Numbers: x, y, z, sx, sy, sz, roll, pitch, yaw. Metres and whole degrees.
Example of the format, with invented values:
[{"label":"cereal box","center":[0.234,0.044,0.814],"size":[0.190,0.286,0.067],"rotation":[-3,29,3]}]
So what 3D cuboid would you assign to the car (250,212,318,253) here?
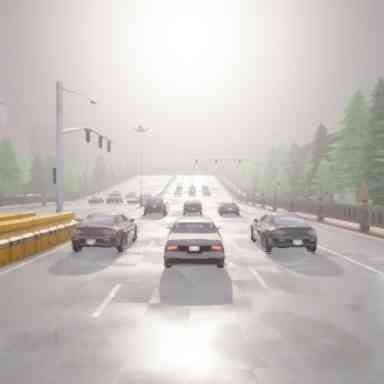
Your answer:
[{"label":"car","center":[3.574,1.526,13.521],"size":[1.812,1.442,4.674],"rotation":[0,0,0]}]

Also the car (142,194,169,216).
[{"label":"car","center":[-3.427,1.352,32.658],"size":[2.097,1.767,4.553],"rotation":[0,0,0]}]

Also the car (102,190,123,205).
[{"label":"car","center":[-14.065,1.147,60.513],"size":[2.150,2.045,5.566],"rotation":[0,1,0]}]

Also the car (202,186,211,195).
[{"label":"car","center":[3.544,-0.038,82.064],"size":[1.994,1.385,4.181],"rotation":[0,7,0]}]

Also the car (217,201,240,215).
[{"label":"car","center":[3.574,1.564,33.393],"size":[1.994,1.385,4.181],"rotation":[0,0,0]}]

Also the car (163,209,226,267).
[{"label":"car","center":[0.071,1.548,11.338],"size":[2.033,1.411,5.357],"rotation":[0,0,0]}]

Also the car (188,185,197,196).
[{"label":"car","center":[0.041,-0.048,81.661],"size":[1.837,1.490,4.892],"rotation":[0,7,0]}]

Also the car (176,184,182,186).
[{"label":"car","center":[-3.408,-1.363,91.698],"size":[1.812,1.442,4.674],"rotation":[0,7,0]}]

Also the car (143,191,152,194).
[{"label":"car","center":[-10.483,0.571,76.743],"size":[1.895,1.301,4.718],"rotation":[0,4,0]}]

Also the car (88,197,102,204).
[{"label":"car","center":[-17.557,1.515,60.964],"size":[1.895,1.301,4.718],"rotation":[0,2,0]}]

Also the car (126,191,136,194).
[{"label":"car","center":[-13.983,0.509,76.829],"size":[2.033,1.411,5.357],"rotation":[0,4,0]}]

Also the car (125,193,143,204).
[{"label":"car","center":[-10.564,1.473,60.526],"size":[2.033,1.411,5.357],"rotation":[0,1,1]}]

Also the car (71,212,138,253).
[{"label":"car","center":[-3.426,1.526,13.600],"size":[1.812,1.442,4.674],"rotation":[0,0,0]}]

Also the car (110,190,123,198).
[{"label":"car","center":[-17.481,0.416,77.152],"size":[1.882,1.535,5.008],"rotation":[0,4,0]}]

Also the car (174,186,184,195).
[{"label":"car","center":[-3.458,0.043,81.719],"size":[1.895,1.301,4.718],"rotation":[0,7,0]}]

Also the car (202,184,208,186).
[{"label":"car","center":[3.592,-1.362,91.663],"size":[2.128,1.511,4.902],"rotation":[0,7,0]}]

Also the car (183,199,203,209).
[{"label":"car","center":[0.075,1.477,34.493],"size":[1.882,1.535,5.008],"rotation":[0,0,0]}]
